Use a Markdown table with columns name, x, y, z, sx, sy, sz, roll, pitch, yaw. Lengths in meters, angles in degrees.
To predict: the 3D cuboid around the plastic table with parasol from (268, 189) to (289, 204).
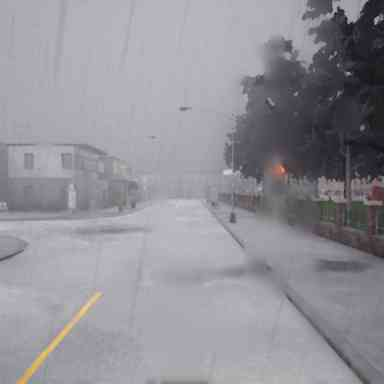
| name | x | y | z | sx | sy | sz | roll | pitch | yaw |
| --- | --- | --- | --- | --- | --- | --- | --- | --- | --- |
| plastic table with parasol | 15.119 | 0.723 | 58.208 | 2.482 | 2.480 | 2.482 | -1 | 1 | -40 |
